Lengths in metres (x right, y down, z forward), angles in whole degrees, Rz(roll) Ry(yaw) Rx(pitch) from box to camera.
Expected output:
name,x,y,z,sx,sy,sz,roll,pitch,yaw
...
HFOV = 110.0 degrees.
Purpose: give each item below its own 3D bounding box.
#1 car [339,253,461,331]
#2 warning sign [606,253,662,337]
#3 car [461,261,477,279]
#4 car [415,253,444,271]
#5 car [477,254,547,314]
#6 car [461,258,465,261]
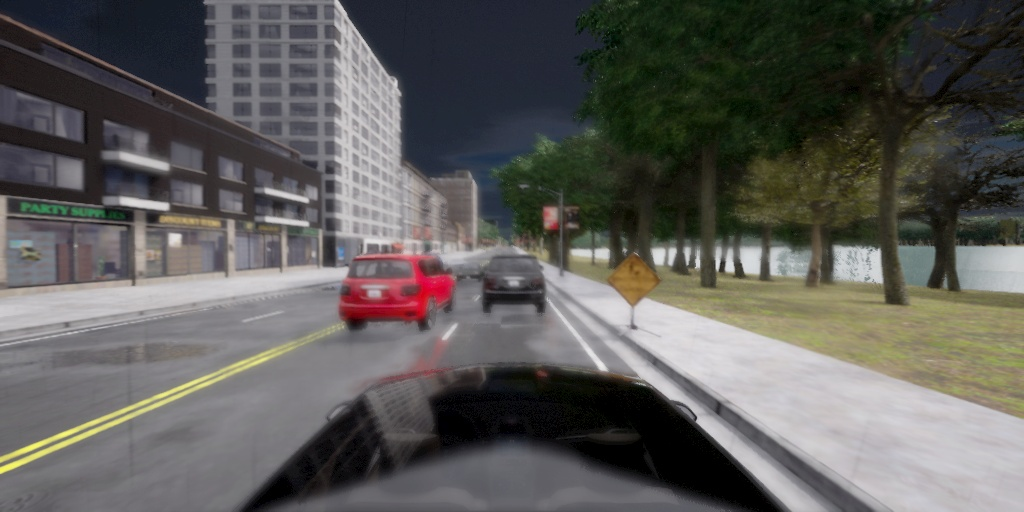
name,x,y,z,sx,sy,sz,roll,pitch,yaw
car,-3.177,0.966,11.069,2.150,2.045,5.566,0,0,1
warning sign,2.851,0.860,8.485,1.300,1.860,1.060,0,0,0
car,-3.162,1.276,28.400,1.895,1.301,4.718,0,1,0
car,-9.835,0.681,43.261,2.150,2.045,5.566,0,1,0
car,0.088,0.960,13.815,2.150,2.045,5.566,0,0,0
car,-6.582,0.968,44.274,1.812,1.442,4.674,0,1,0
